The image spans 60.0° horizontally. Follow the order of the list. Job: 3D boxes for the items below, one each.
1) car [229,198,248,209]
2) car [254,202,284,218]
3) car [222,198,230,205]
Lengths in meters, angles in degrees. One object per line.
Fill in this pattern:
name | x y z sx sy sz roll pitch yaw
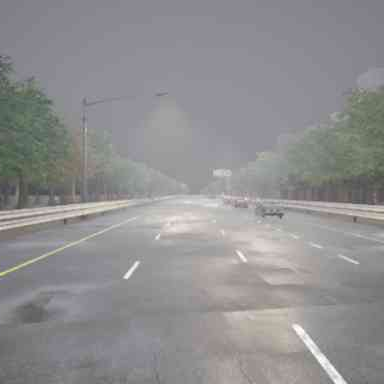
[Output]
car | 7.140 1.738 49.612 1.812 1.442 4.674 0 0 0
car | 7.055 1.656 30.859 2.033 1.411 5.357 0 0 0
car | 7.258 1.904 67.592 1.895 1.301 4.718 0 0 0
